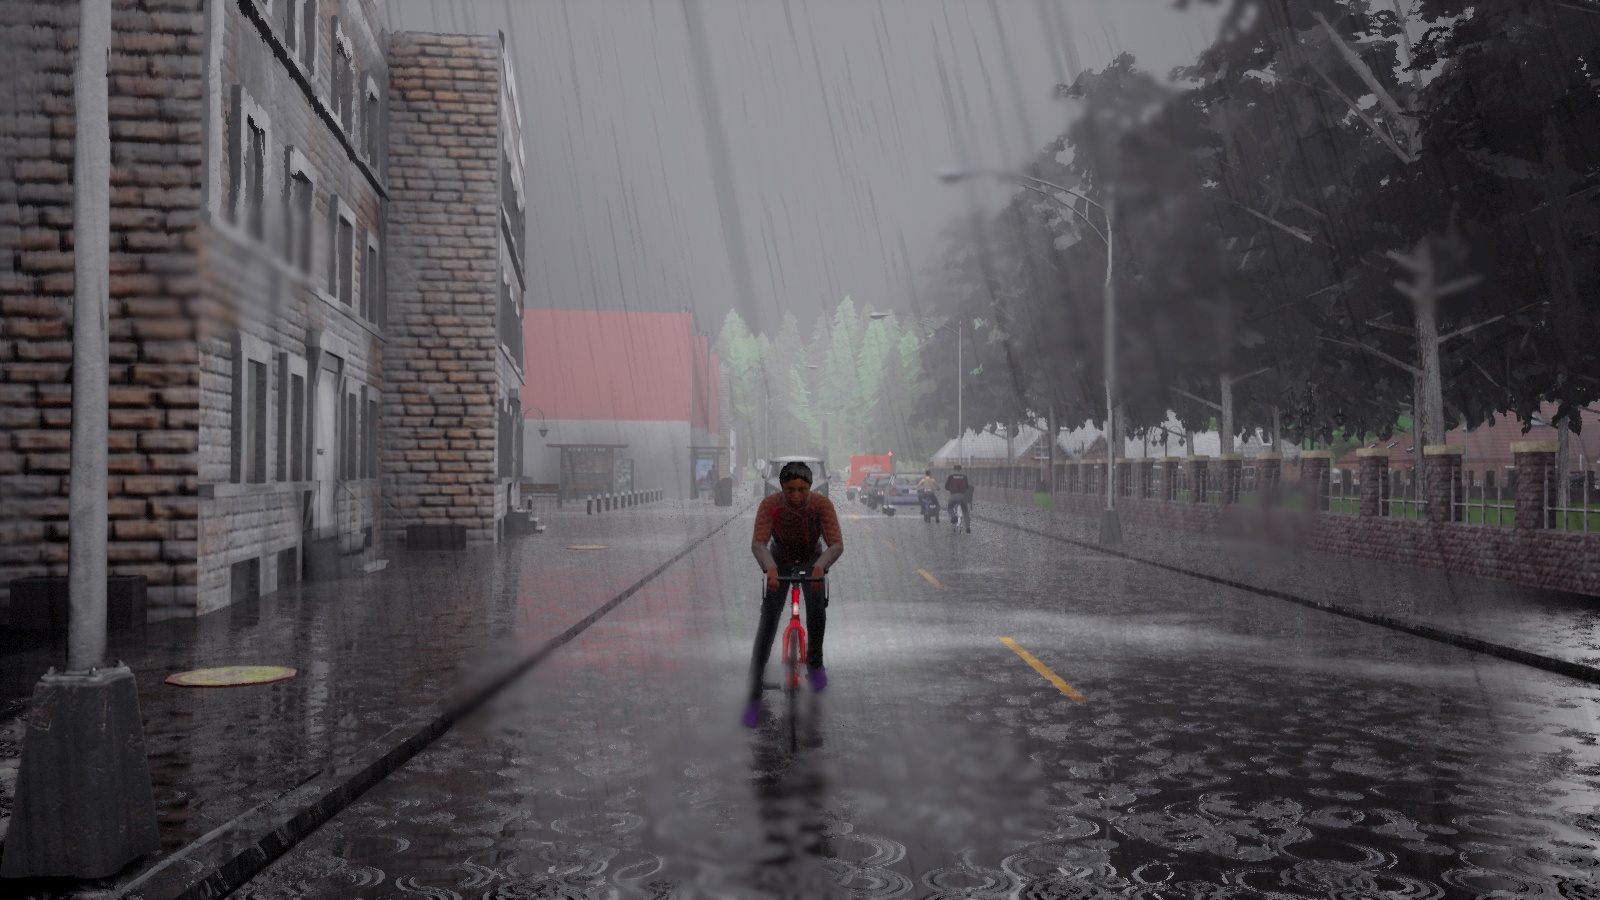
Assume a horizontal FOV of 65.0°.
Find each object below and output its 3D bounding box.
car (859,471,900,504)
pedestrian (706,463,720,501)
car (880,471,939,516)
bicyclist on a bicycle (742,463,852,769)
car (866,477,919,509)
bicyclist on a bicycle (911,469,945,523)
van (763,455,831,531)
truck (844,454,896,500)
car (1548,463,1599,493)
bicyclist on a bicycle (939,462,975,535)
[{"bbox_3d":[3.882,1.821,61.992,1.789,1.549,3.705,0,-1,0],"label":"car"},{"bbox_3d":[-4.314,1.587,62.137,0.431,1.840,0.703,-1,-1,21],"label":"pedestrian"},{"bbox_3d":[3.898,1.536,45.085,1.789,1.549,3.705,0,-1,0],"label":"car"},{"bbox_3d":[-0.018,0.894,7.504,0.582,1.620,1.656,0,-1,0],"label":"bicyclist on a bicycle"},{"bbox_3d":[3.891,1.801,53.537,1.895,1.301,4.718,0,-1,0],"label":"car"},{"bbox_3d":[3.903,1.381,38.371,0.866,1.612,1.509,0,-1,0],"label":"bicyclist on a bicycle"},{"bbox_3d":[-0.086,1.161,35.248,1.775,1.987,4.442,0,-1,0],"label":"van"},{"bbox_3d":[3.871,1.503,70.758,2.627,2.467,5.204,0,-1,0],"label":"truck"},{"bbox_3d":[49.137,1.759,78.513,1.932,1.855,4.605,0,-2,-1],"label":"car"},{"bbox_3d":[3.924,1.199,31.446,0.659,1.776,1.843,0,-1,0],"label":"bicyclist on a bicycle"}]
